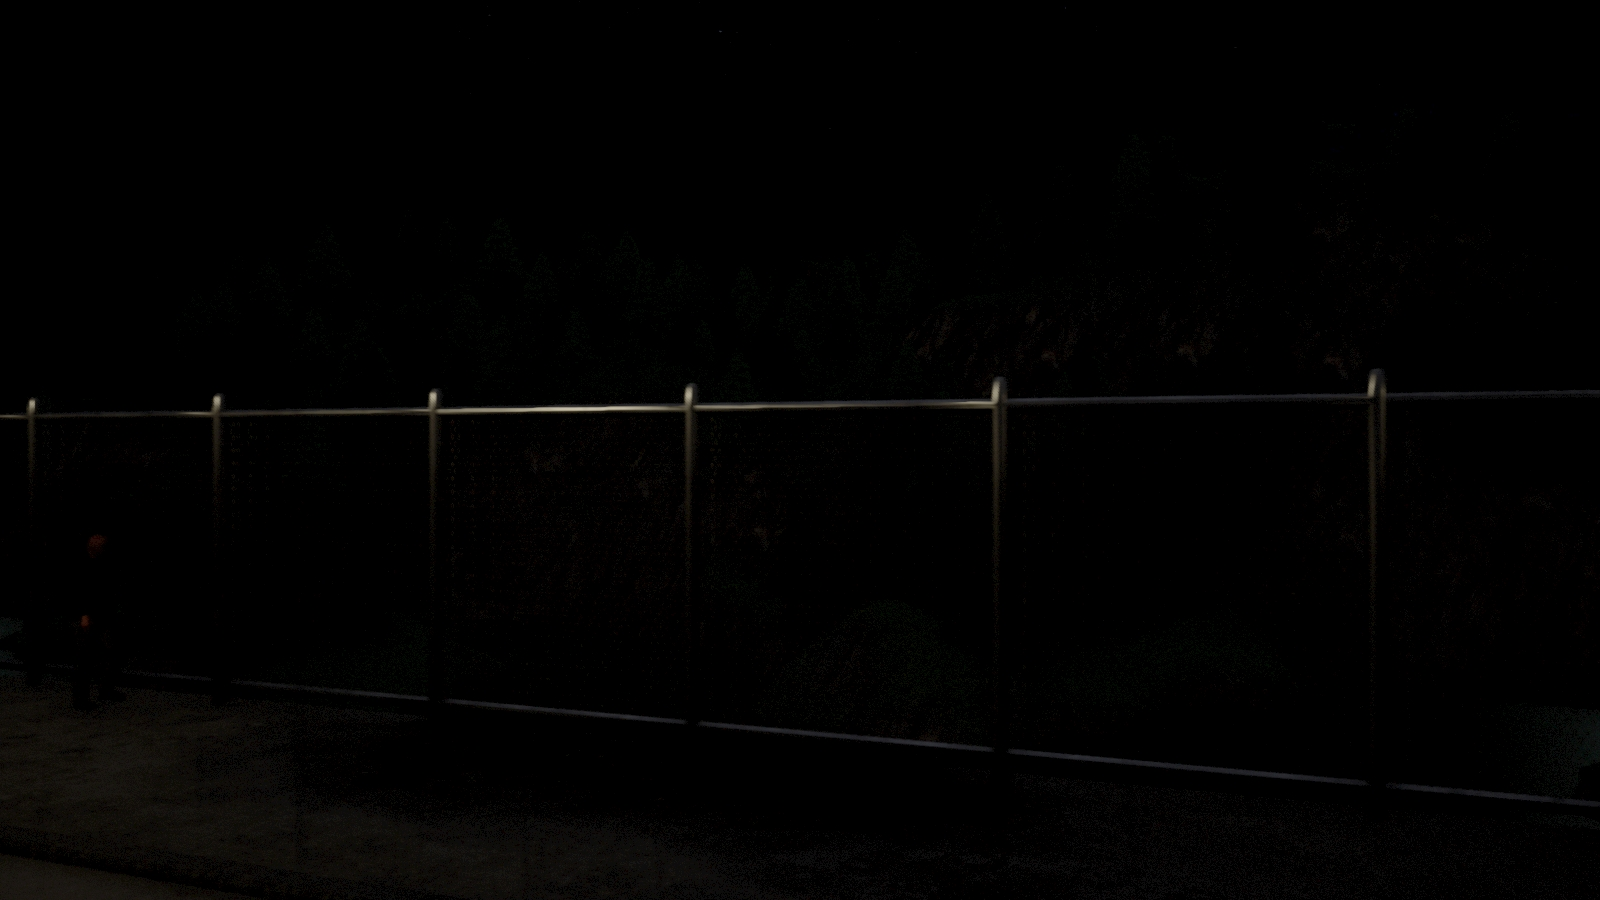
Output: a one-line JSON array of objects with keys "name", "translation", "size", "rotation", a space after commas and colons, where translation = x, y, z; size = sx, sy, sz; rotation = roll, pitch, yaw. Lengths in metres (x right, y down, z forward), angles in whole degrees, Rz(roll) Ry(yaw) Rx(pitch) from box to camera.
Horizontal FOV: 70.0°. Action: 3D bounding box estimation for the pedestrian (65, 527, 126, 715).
[{"name": "pedestrian", "translation": [-7.225, 1.739, 11.727], "size": [0.375, 1.860, 0.375], "rotation": [0, 0, 15]}]
